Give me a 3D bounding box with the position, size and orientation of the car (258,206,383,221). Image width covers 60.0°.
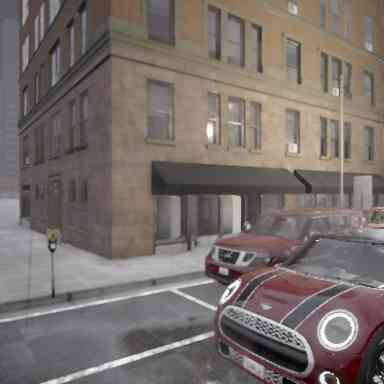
[{"bbox_3d":[2.718,1.375,8.495,5.009,1.841,2.192,1,-1,-36],"label":"car"}]

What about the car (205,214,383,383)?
[{"bbox_3d":[2.521,1.394,5.063,4.553,1.767,2.097,1,0,-36],"label":"car"}]
